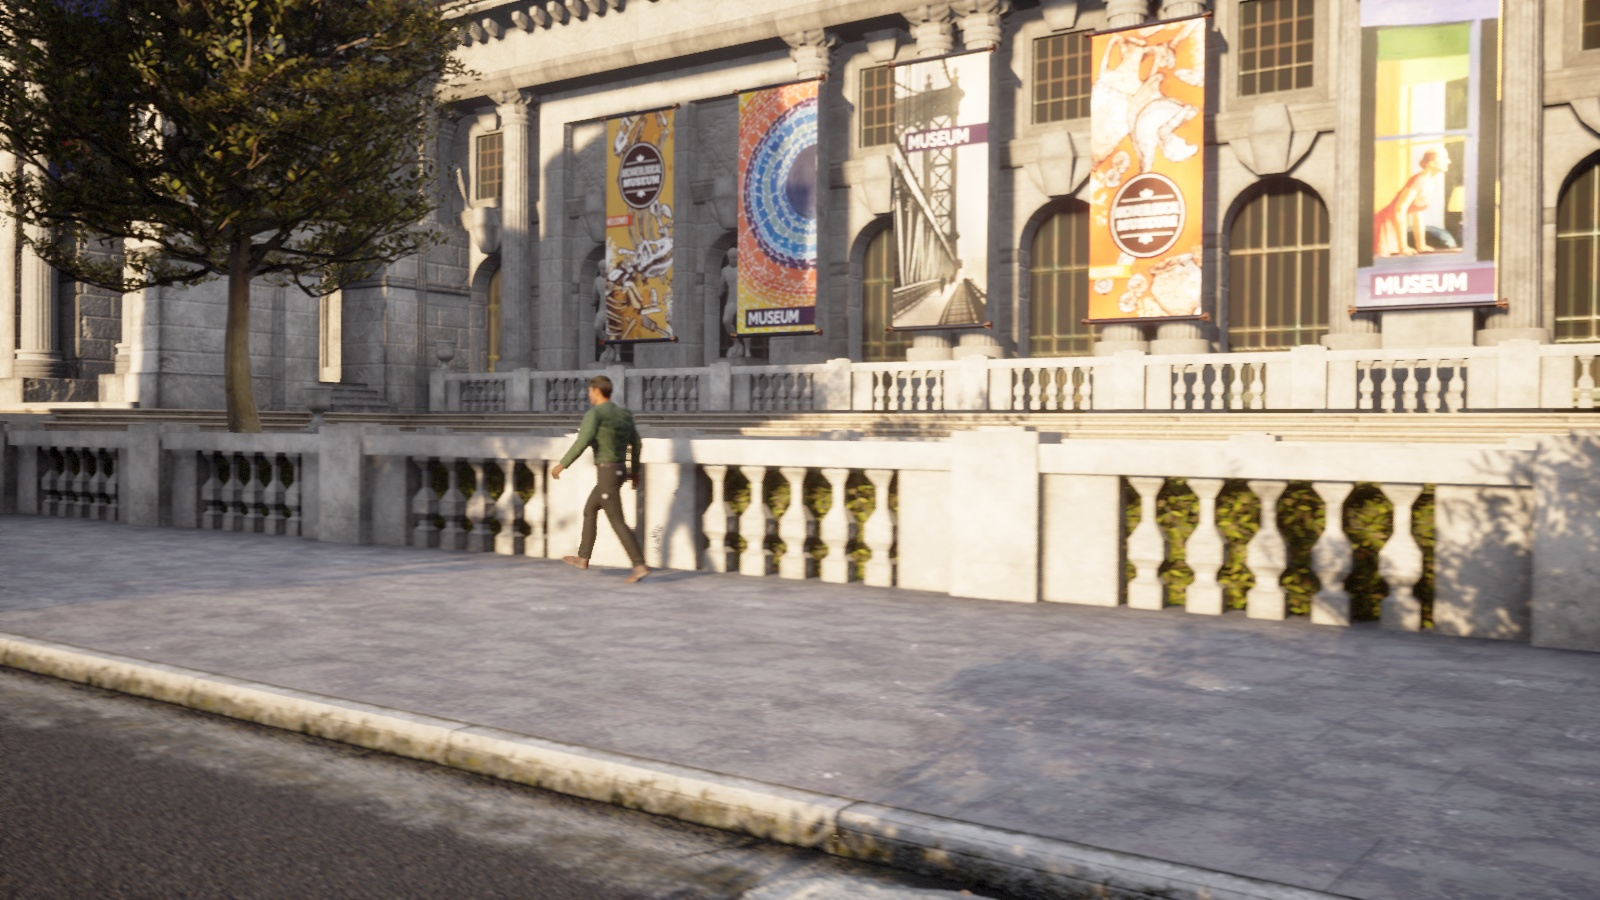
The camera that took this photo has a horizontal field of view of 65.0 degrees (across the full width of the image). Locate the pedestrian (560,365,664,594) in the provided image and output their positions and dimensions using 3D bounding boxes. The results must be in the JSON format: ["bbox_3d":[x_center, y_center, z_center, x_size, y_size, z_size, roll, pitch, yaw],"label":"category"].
[{"bbox_3d":[-1.652,0.252,11.054,0.788,1.949,0.423,0,1,27],"label":"pedestrian"}]
